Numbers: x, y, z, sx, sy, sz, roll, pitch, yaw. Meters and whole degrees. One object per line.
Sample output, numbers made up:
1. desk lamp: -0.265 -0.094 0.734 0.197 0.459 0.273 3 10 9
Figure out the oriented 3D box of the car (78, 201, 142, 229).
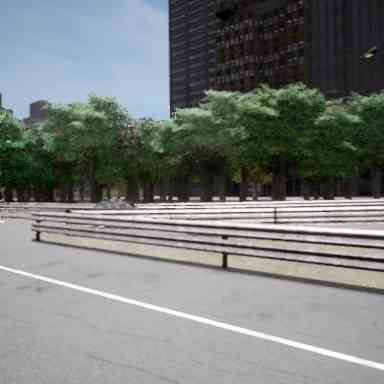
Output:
1. car: -5.675 1.396 22.090 4.553 1.767 2.097 -1 -1 14
